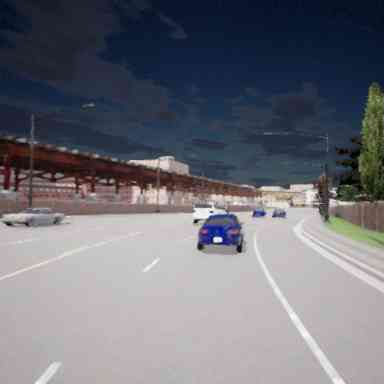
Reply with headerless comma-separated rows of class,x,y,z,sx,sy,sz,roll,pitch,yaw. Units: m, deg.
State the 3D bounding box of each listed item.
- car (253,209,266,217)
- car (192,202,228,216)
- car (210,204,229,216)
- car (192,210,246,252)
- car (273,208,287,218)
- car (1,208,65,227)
car,12.496,3.852,61.161,1.882,1.535,5.008,1,-3,20
car,1.763,2.053,32.109,2.150,2.045,5.566,0,-3,19
car,5.131,3.407,61.670,2.150,2.045,5.566,1,-3,18
car,1.388,1.717,14.949,1.812,1.442,4.674,0,-1,10
car,15.939,3.782,60.376,2.097,1.767,4.553,1,-3,20
car,-11.390,1.809,24.198,1.895,1.301,4.718,1,-2,13
